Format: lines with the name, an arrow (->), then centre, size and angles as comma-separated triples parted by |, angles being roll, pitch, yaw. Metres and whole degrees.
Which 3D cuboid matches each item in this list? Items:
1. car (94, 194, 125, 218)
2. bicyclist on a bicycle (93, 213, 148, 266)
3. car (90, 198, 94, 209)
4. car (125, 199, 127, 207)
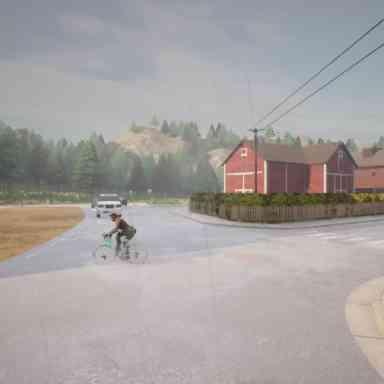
car -> -7.748, 1.218, 30.900 | 2.150, 2.045, 5.566 | 0, 0, -16
bicyclist on a bicycle -> -2.187, 1.454, 10.115 | 1.656, 1.620, 0.582 | -2, 0, -4
car -> -13.152, 1.494, 46.567 | 1.837, 1.490, 4.892 | 0, 0, -20
car -> -11.548, 1.473, 52.312 | 1.882, 1.535, 5.008 | 0, 0, -25
